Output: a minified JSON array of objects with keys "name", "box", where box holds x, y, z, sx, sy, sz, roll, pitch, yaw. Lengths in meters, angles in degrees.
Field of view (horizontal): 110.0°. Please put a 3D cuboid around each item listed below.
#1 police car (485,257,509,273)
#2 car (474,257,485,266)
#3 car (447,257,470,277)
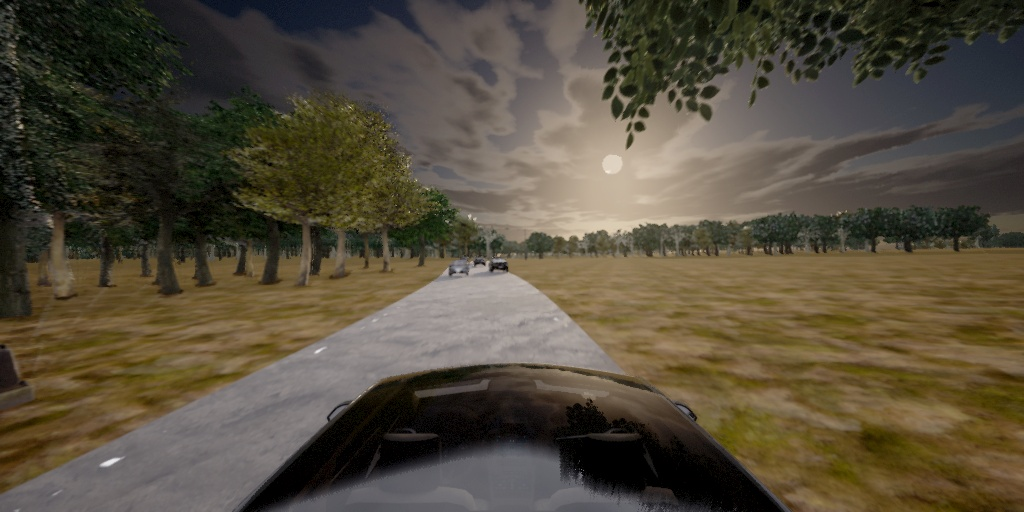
[{"name":"police car","box":[-1.535,0.928,39.865,1.930,1.638,5.238,-1,0,-8]},{"name":"car","box":[-5.337,0.931,59.724,1.837,1.490,4.892,-2,1,-7]},{"name":"car","box":[-5.000,1.124,33.924,2.128,1.511,4.902,-3,0,-7]}]
